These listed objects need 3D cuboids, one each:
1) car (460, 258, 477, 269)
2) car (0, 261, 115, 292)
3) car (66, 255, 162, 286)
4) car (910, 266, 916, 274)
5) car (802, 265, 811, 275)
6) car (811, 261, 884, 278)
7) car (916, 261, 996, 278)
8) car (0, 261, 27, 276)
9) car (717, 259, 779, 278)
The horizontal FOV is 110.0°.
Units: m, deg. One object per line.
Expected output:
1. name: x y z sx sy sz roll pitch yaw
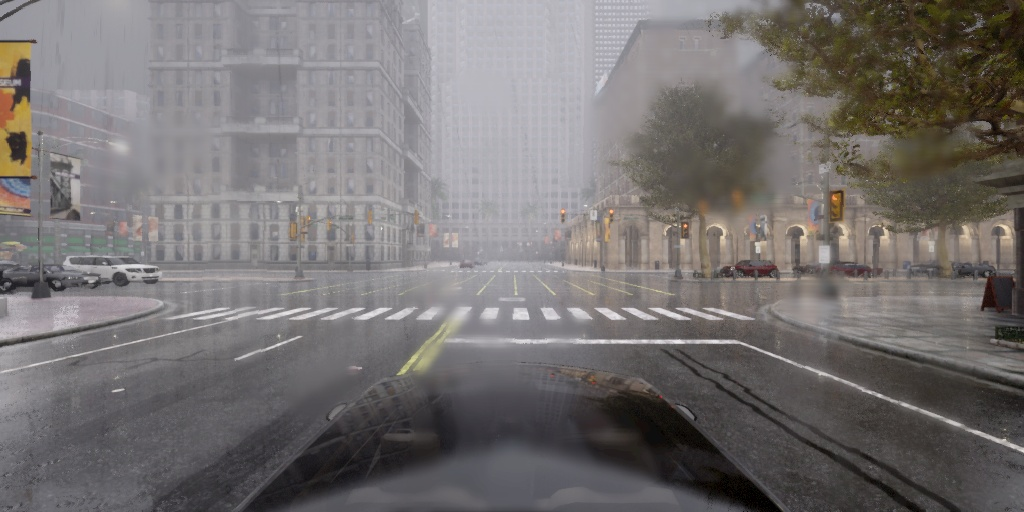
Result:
1. car: -7.108 1.228 56.836 1.882 1.535 5.008 0 0 0
2. car: -27.059 1.242 21.024 4.902 1.511 2.128 0 0 0
3. car: -27.379 0.971 24.541 5.566 2.045 2.150 0 0 2
4. car: 42.800 1.241 35.834 4.902 1.511 2.128 0 0 1
5. car: 32.483 1.255 35.901 4.892 1.490 1.837 0 0 0
6. car: 30.385 1.351 32.413 4.718 1.301 1.895 0 0 0
7. car: 40.372 1.241 32.352 4.902 1.511 2.128 0 0 1
8. car: -52.533 1.255 36.915 4.892 1.490 1.837 0 0 20
9. car: 21.397 1.102 32.460 4.553 1.767 2.097 0 0 0
